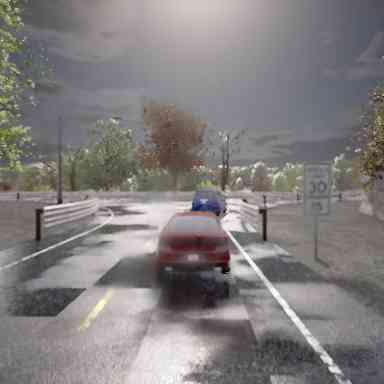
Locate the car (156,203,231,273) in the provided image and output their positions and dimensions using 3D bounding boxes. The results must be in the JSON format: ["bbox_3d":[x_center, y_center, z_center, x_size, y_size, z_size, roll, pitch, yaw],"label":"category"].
[{"bbox_3d":[0.067,1.328,10.154,1.882,1.535,5.008,0,1,1],"label":"car"}]

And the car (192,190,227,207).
[{"bbox_3d":[1.498,0.824,27.238,2.150,2.045,5.566,0,1,13],"label":"car"}]
